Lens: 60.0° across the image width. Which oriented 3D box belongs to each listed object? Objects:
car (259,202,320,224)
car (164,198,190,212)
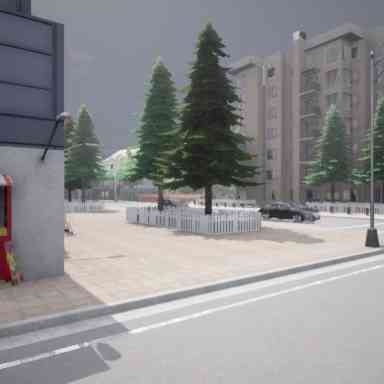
[{"bbox_3d":[7.346,1.506,25.363,2.128,1.511,4.902,0,0,-36],"label":"car"},{"bbox_3d":[-2.120,1.518,38.453,1.837,1.490,4.892,0,0,-36],"label":"car"}]
